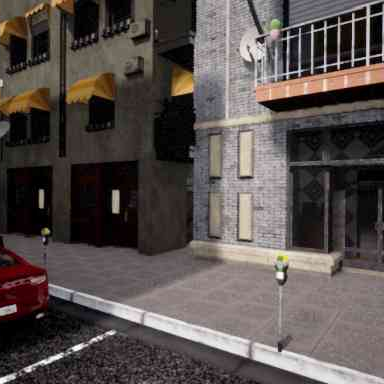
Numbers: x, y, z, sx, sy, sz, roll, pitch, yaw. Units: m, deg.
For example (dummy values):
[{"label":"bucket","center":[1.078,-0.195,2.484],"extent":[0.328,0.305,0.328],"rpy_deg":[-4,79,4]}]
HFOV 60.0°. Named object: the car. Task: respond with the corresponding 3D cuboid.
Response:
[{"label":"car","center":[-4.421,1.543,6.028],"extent":[4.507,1.381,1.887],"rpy_deg":[0,1,36]}]
